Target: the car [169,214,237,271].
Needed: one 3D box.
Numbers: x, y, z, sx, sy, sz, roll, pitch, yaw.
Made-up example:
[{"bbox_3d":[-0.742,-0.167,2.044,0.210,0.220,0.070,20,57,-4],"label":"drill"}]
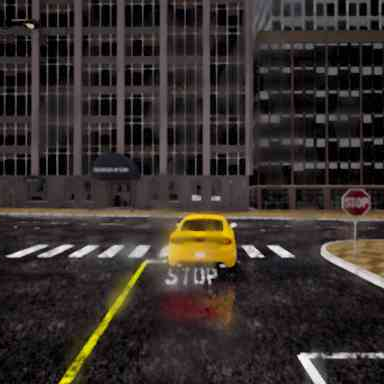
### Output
[{"bbox_3d":[0.457,1.475,11.037,1.882,1.535,5.008,0,0,6],"label":"car"}]
